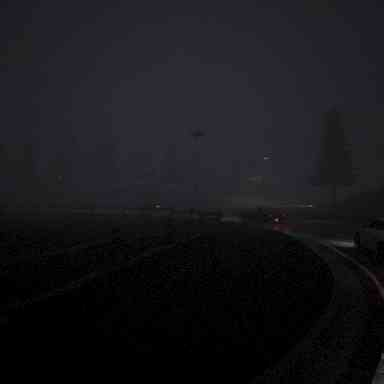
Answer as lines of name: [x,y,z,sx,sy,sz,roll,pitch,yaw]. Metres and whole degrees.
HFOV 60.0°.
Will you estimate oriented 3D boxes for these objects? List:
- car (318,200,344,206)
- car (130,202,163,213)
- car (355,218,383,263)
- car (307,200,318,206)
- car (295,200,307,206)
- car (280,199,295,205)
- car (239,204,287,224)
car: [29.636,2.392,70.067,4.718,1.301,1.895,0,-1,-26]
car: [-6.384,2.128,46.421,4.892,1.490,1.837,0,-1,29]
car: [7.503,1.661,12.263,1.812,1.442,4.674,0,-1,12]
car: [28.108,2.395,73.216,4.181,1.385,1.994,0,-1,-26]
car: [26.553,2.441,76.351,4.181,1.385,1.994,0,-1,-26]
car: [23.051,2.408,78.522,5.008,1.535,1.882,0,-1,-26]
car: [5.844,1.946,28.253,1.895,1.301,4.718,0,-1,-22]
